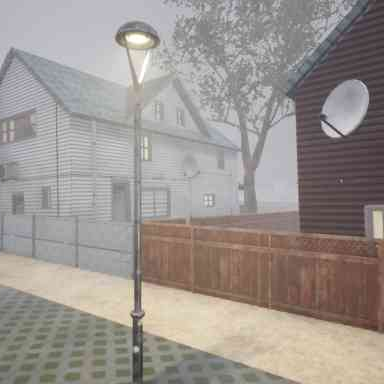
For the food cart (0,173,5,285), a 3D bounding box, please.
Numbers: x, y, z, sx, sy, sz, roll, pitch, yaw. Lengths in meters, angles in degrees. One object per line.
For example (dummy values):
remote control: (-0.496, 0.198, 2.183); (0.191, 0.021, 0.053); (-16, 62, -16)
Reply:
food cart: (-6.994, 0.475, 8.175); (4.660, 3.560, 2.280); (-2, 0, 35)
